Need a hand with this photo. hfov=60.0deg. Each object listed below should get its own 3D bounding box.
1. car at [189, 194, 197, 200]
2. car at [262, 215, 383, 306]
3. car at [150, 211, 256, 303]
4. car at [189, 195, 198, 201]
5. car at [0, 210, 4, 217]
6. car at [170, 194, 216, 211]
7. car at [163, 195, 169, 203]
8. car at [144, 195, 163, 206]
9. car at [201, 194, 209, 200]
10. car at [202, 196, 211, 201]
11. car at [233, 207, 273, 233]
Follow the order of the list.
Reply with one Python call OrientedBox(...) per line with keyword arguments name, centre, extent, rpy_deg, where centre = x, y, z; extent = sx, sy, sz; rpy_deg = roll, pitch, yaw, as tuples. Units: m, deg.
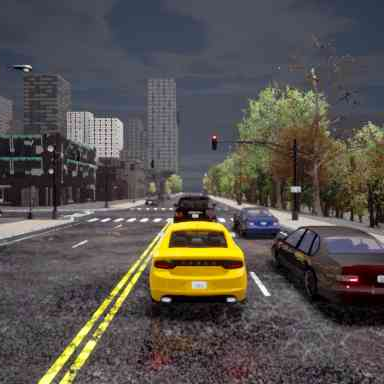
OrientedBox(name="car", centre=(0.298, 1.323, 91.605), extent=(2.128, 1.511, 4.902), rpy_deg=(0, 0, 0))
OrientedBox(name="car", centre=(3.374, 1.546, 8.249), extent=(2.033, 1.411, 5.357), rpy_deg=(0, 0, 1))
OrientedBox(name="car", centre=(0.124, 1.476, 8.285), extent=(1.882, 1.535, 5.008), rpy_deg=(0, 0, 0))
OrientedBox(name="car", centre=(0.263, 1.488, 81.187), extent=(2.128, 1.511, 4.902), rpy_deg=(0, 0, 0))
OrientedBox(name="car", centre=(-19.855, 1.810, 30.818), extent=(4.313, 1.339, 1.947), rpy_deg=(-1, 1, 0))
OrientedBox(name="car", centre=(0.159, 1.218, 18.180), extent=(2.150, 2.045, 5.566), rpy_deg=(0, 0, 0))
OrientedBox(name="car", centre=(-6.278, 1.475, 68.268), extent=(1.837, 1.490, 4.892), rpy_deg=(0, 1, 0))
OrientedBox(name="car", centre=(-6.415, 1.476, 53.177), extent=(2.128, 1.511, 4.902), rpy_deg=(0, 0, 0))
OrientedBox(name="car", centre=(3.548, 1.298, 91.595), extent=(1.837, 1.490, 4.892), rpy_deg=(0, 0, 0))
OrientedBox(name="car", centre=(3.515, 1.559, 81.623), extent=(1.895, 1.301, 4.718), rpy_deg=(0, 0, 0))
OrientedBox(name="car", centre=(3.410, 1.543, 18.318), extent=(2.033, 1.411, 5.357), rpy_deg=(0, 0, 0))
